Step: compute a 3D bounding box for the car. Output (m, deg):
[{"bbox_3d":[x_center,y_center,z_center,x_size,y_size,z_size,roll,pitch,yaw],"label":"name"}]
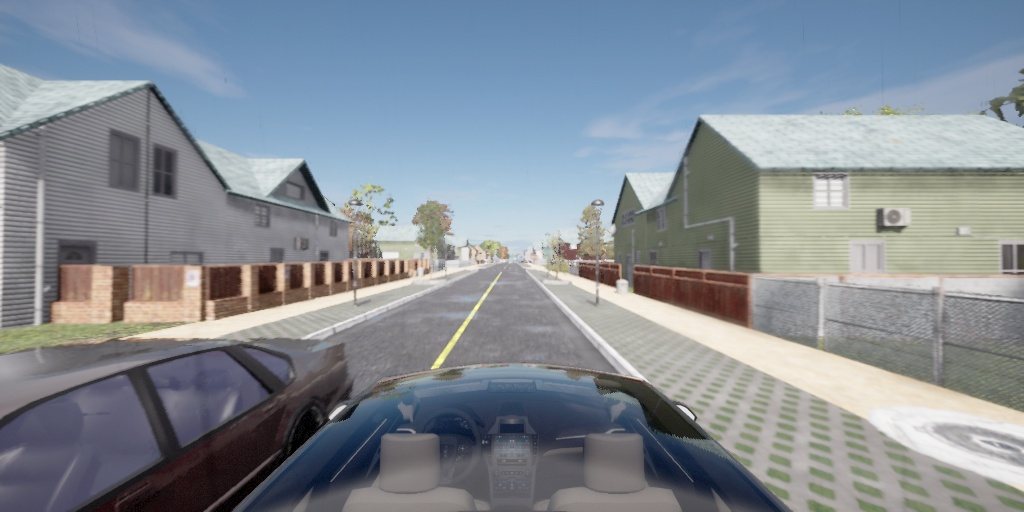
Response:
[{"bbox_3d":[-2.750,1.298,1.918,2.033,1.411,5.357,0,0,0],"label":"car"}]
